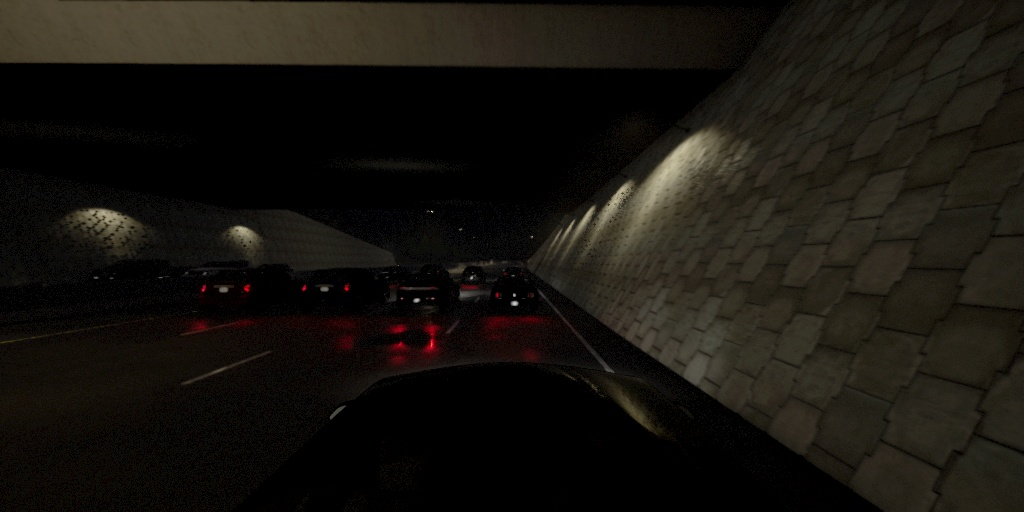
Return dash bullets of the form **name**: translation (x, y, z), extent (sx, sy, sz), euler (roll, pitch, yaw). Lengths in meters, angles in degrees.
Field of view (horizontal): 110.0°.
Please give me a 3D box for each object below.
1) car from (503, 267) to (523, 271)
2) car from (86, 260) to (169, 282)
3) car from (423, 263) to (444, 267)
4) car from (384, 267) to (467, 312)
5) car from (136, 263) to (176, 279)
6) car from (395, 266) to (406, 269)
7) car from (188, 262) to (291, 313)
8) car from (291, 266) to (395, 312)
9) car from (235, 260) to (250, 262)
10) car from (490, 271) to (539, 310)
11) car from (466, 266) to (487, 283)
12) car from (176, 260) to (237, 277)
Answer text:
- **car**: translation (0.102, 1.702, 33.080), extent (1.994, 1.385, 4.181), euler (0, -1, 0)
- **car**: translation (-31.594, 1.318, 29.999), extent (2.150, 2.045, 5.566), euler (0, 0, 0)
- **car**: translation (-6.897, 1.478, 32.104), extent (2.097, 1.767, 4.553), euler (0, -1, 0)
- **car**: translation (-3.397, 1.408, 15.212), extent (2.128, 1.511, 4.902), euler (0, -1, 0)
- **car**: translation (-28.092, 1.582, 30.402), extent (1.882, 1.535, 5.008), euler (0, -1, 0)
- **car**: translation (-10.397, 1.620, 32.367), extent (2.128, 1.511, 4.902), euler (0, -1, 0)
- **car**: translation (-10.397, 1.267, 15.054), extent (2.097, 1.767, 4.553), euler (0, -1, 0)
- **car**: translation (-6.896, 1.270, 15.317), extent (2.097, 1.767, 4.553), euler (0, -1, 0)
- **car**: translation (-21.092, 1.465, 31.129), extent (2.097, 1.767, 4.553), euler (0, -1, 0)
- **car**: translation (0.103, 1.524, 15.682), extent (1.895, 1.301, 4.718), euler (0, -1, 0)
- **car**: translation (-3.397, 1.635, 32.446), extent (1.837, 1.490, 4.892), euler (0, -1, 0)
- **car**: translation (-24.594, 1.325, 30.406), extent (2.150, 2.045, 5.566), euler (0, -1, 0)
